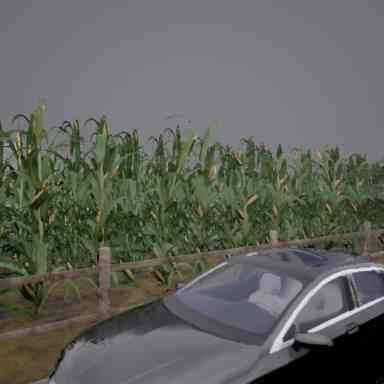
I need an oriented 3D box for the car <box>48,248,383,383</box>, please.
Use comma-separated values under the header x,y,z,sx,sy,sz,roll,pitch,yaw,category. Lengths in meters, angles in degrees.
x,y,z,sx,sy,sz,roll,pitch,yaw,category
0.995,1.491,3.781,4.902,1.511,2.128,0,0,-35,car
